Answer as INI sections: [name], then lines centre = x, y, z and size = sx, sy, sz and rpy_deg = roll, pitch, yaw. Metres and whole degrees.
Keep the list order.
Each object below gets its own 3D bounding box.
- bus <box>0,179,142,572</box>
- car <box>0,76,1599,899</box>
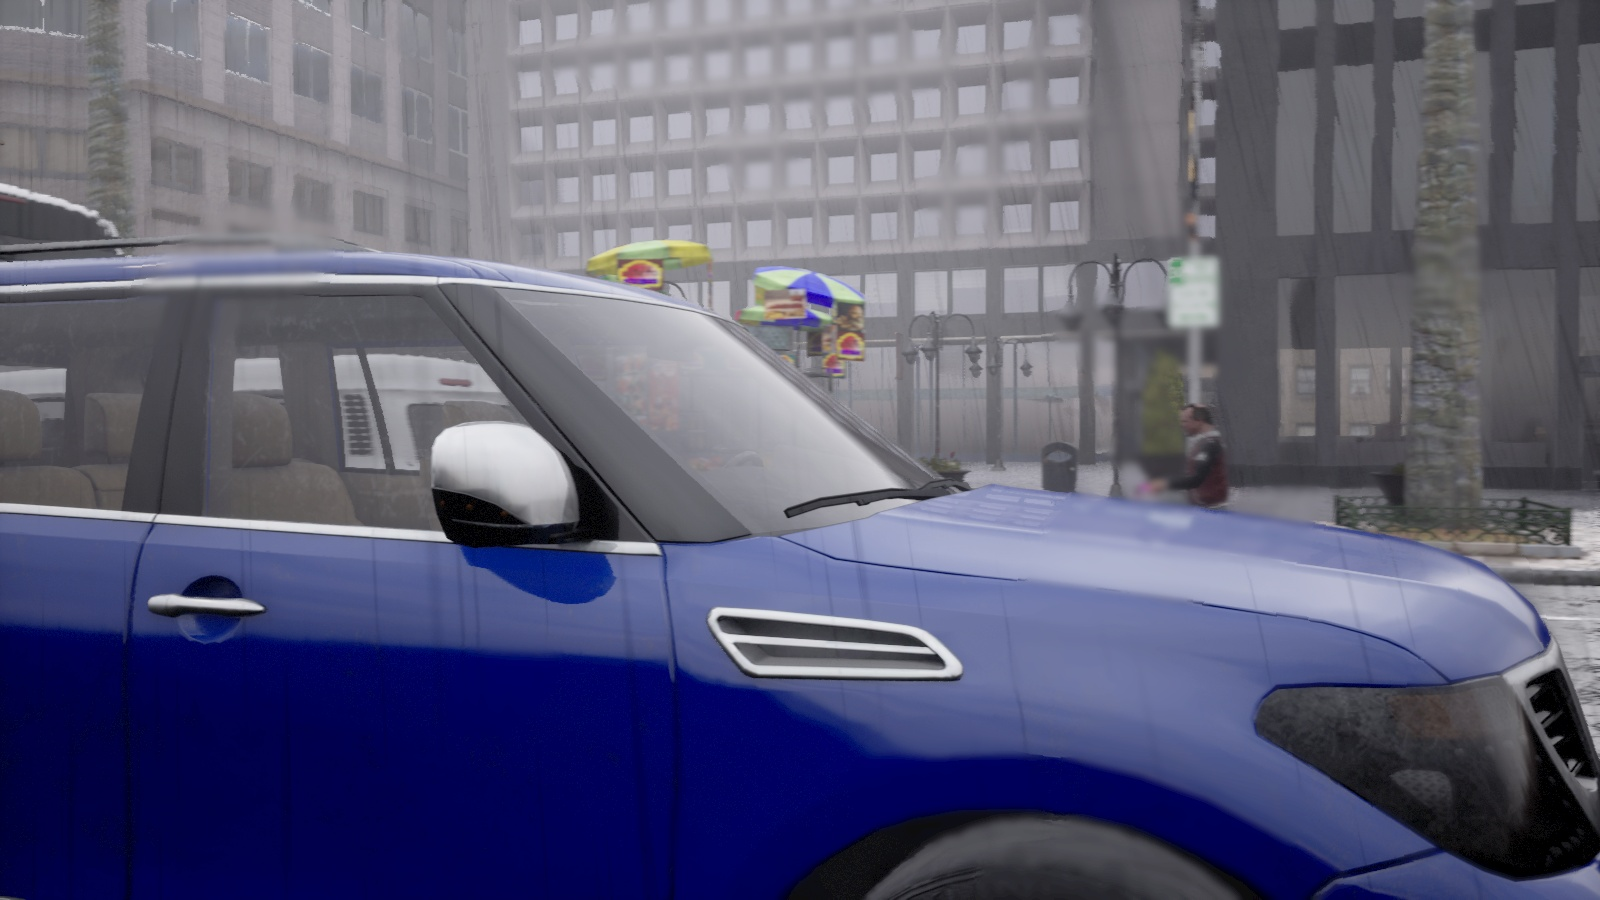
[bus]
centre = -13.541, -0.843, 15.131
size = 10.273, 4.253, 3.944
rpy_deg = 1, 1, 19
[car]
centre = -0.972, 0.485, 3.516
size = 5.566, 2.045, 2.150
rpy_deg = 1, 1, 19
